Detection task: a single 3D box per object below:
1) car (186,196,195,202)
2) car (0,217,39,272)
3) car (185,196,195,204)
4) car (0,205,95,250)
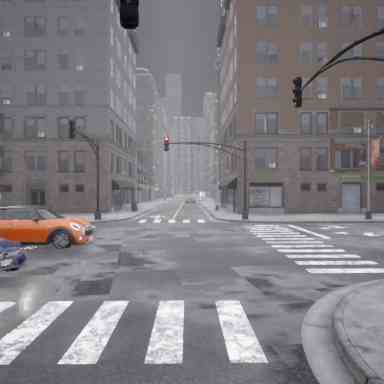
[{"bbox_3d":[-0.410,1.485,73.744,1.895,1.301,4.718,0,0,0],"label":"car"},{"bbox_3d":[-6.840,1.542,9.255,4.674,1.442,1.812,0,0,21],"label":"car"},{"bbox_3d":[-0.337,1.650,63.739,1.895,1.301,4.718,0,0,0],"label":"car"},{"bbox_3d":[-6.480,1.367,13.874,4.553,1.767,2.097,0,0,-1],"label":"car"}]
